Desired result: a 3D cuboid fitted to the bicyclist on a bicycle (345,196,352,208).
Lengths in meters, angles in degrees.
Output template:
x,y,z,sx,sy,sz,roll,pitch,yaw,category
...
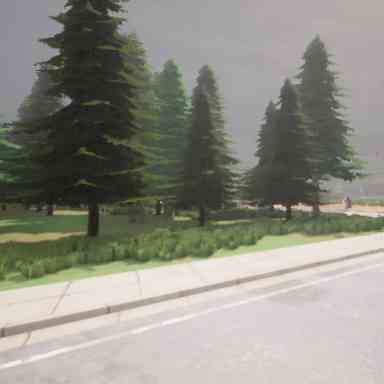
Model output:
x,y,z,sx,sy,sz,roll,pitch,yaw,category
19.047,1.335,40.482,1.656,1.620,0.582,0,0,-35,bicyclist on a bicycle
